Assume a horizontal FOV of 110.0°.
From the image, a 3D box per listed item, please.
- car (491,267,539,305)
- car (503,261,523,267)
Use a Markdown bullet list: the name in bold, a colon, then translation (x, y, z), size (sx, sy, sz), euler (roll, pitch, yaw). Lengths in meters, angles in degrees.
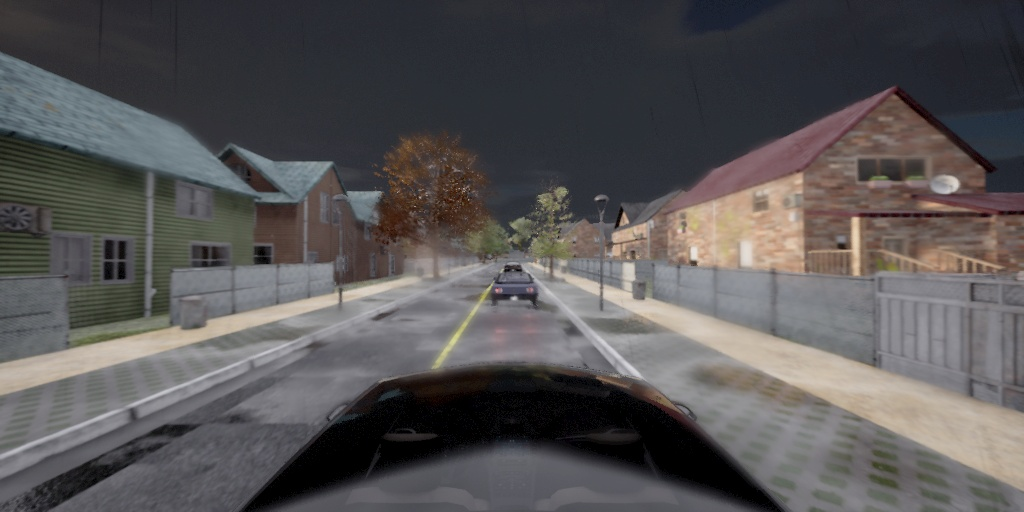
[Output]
- **car**: translation (0.102, 1.357, 15.966), size (1.895, 1.301, 4.718), euler (0, 0, 0)
- **car**: translation (0.105, 1.250, 37.616), size (1.882, 1.535, 5.008), euler (0, 0, 0)
